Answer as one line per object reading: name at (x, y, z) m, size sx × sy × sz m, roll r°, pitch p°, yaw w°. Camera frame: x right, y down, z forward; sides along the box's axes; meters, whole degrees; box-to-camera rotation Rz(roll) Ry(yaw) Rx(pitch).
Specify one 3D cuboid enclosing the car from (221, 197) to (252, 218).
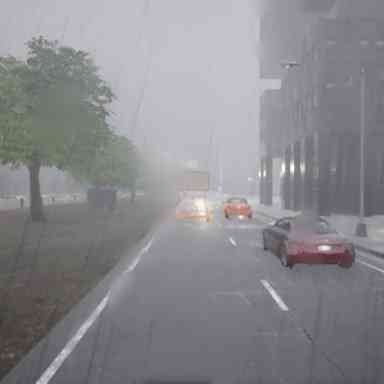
car at (3.626, 1.196, 27.855) m, size 2.097 × 1.767 × 4.553 m, roll 0°, pitch 0°, yaw 0°

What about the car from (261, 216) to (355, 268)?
car at (3.611, 1.488, 11.058) m, size 1.994 × 1.385 × 4.181 m, roll 0°, pitch 0°, yaw 0°

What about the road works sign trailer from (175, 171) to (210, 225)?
road works sign trailer at (0.040, 0.327, 23.014) m, size 2.380 × 3.560 × 2.880 m, roll 0°, pitch 0°, yaw 0°
